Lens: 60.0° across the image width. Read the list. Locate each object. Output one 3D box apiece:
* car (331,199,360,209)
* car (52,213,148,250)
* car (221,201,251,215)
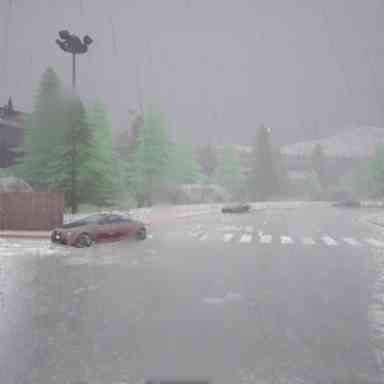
[{"bbox_3d":[24.668,1.932,53.451,4.892,1.490,1.837,0,-2,-17],"label":"car"},{"bbox_3d":[-4.105,1.691,15.203,4.181,1.385,1.994,0,0,-43],"label":"car"},{"bbox_3d":[5.073,1.811,38.028,1.882,1.535,5.008,-2,-1,31],"label":"car"}]
